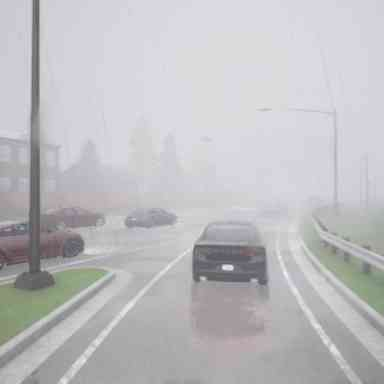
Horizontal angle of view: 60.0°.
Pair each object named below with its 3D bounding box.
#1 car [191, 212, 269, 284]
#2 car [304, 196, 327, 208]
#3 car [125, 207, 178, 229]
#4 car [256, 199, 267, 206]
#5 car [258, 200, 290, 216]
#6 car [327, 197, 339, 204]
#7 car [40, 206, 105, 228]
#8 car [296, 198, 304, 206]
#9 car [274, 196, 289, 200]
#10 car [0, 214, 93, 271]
[{"bbox_3d":[1.191,1.561,9.948,1.882,1.535,5.008,0,0,9],"label":"car"},{"bbox_3d":[21.922,1.723,58.839,2.150,2.045,5.566,0,0,30],"label":"car"},{"bbox_3d":[-2.744,1.754,23.196,1.994,1.385,4.181,0,-1,30],"label":"car"},{"bbox_3d":[14.210,2.123,66.471,1.994,1.385,4.181,0,-1,30],"label":"car"},{"bbox_3d":[9.229,1.912,36.902,1.895,1.301,4.718,0,-1,30],"label":"car"},{"bbox_3d":[34.203,2.042,80.260,2.097,1.767,4.553,0,-1,30],"label":"car"},{"bbox_3d":[-7.820,1.649,21.412,1.882,1.535,5.008,0,-1,30],"label":"car"},{"bbox_3d":[23.618,2.063,68.909,1.882,1.535,5.008,0,-1,30],"label":"car"},{"bbox_3d":[17.763,1.776,65.627,2.150,2.045,5.566,0,0,30],"label":"car"},{"bbox_3d":[-5.701,1.652,11.123,1.994,1.385,4.181,0,-1,30],"label":"car"}]
